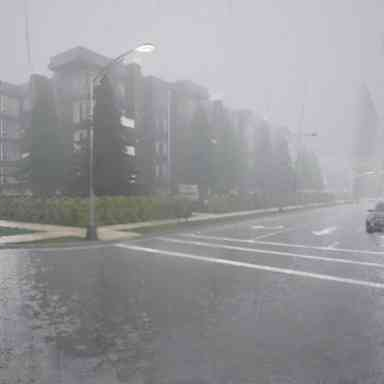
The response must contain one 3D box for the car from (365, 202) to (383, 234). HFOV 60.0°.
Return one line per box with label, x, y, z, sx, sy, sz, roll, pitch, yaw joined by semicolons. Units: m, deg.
car;11.050;1.353;18.474;2.097;1.767;4.553;0;0;35
